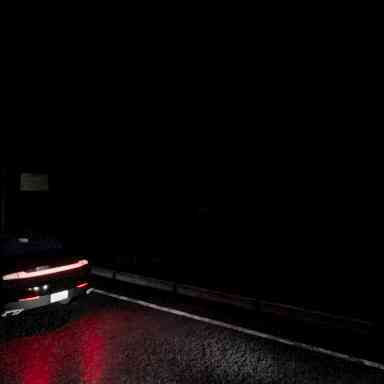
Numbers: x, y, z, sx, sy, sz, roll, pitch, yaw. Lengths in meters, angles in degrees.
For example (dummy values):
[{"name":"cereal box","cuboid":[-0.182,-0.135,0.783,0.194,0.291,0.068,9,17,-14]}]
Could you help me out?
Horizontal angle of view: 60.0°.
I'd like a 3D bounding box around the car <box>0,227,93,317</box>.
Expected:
[{"name":"car","cuboid":[-4.105,1.492,6.899,4.902,1.511,2.128,0,0,37]}]
